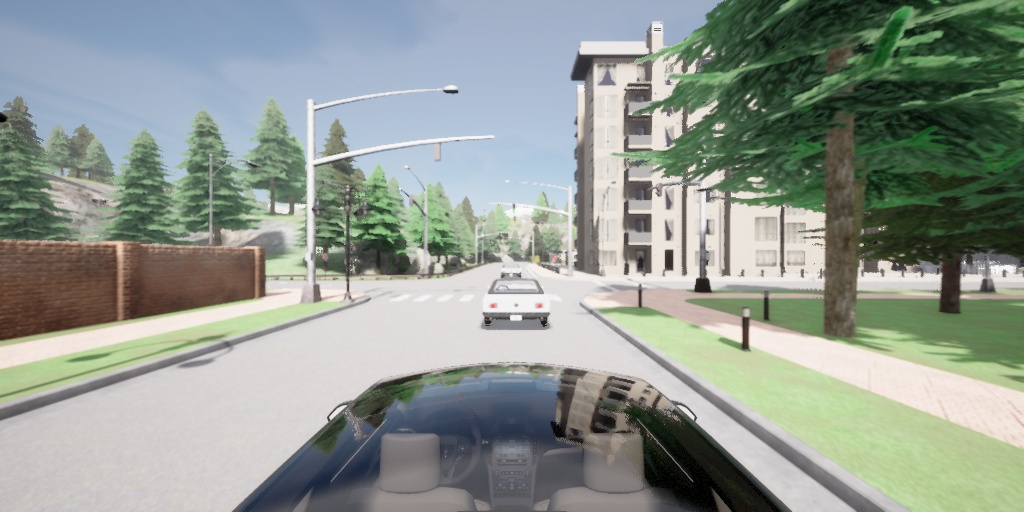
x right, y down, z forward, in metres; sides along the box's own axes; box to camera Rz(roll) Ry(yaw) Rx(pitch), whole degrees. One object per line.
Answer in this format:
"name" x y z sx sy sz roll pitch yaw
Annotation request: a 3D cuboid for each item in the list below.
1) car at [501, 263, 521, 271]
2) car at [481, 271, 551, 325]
"car" -0.071 1.366 34.234 1.895 1.301 4.718 0 0 0
"car" 0.118 1.346 11.729 1.895 1.301 4.718 0 0 0
